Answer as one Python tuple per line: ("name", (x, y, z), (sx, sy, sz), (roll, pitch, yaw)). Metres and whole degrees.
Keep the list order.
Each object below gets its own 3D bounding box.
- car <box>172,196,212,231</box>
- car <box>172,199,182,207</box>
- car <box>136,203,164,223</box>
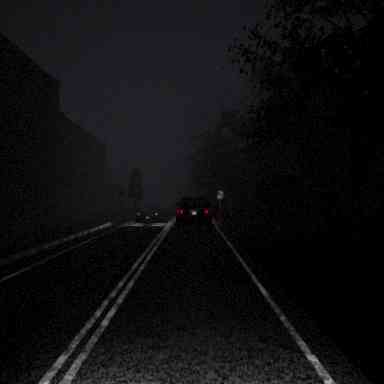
("car", (0.126, 1.298, 21.394), (2.150, 2.045, 5.566), (0, 0, 0))
("car", (-3.012, 2.324, 69.207), (1.882, 1.535, 5.008), (0, -1, 0))
("car", (-3.308, 1.654, 27.000), (1.812, 1.442, 4.674), (0, -1, 0))
